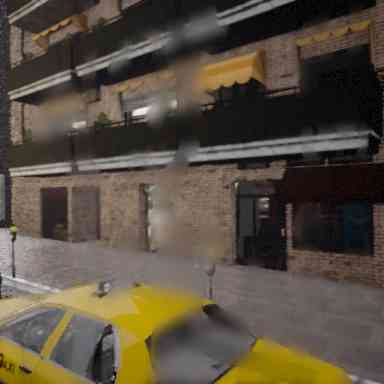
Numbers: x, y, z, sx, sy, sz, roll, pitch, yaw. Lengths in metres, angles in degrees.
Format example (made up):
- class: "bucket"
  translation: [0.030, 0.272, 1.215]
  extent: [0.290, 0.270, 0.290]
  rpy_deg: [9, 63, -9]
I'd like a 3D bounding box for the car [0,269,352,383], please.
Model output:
- class: "car"
  translation: [-0.963, 1.532, 3.417]
  extent: [4.829, 1.417, 1.752]
  rpy_deg: [0, -1, 35]
